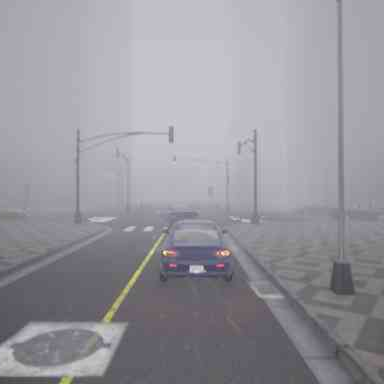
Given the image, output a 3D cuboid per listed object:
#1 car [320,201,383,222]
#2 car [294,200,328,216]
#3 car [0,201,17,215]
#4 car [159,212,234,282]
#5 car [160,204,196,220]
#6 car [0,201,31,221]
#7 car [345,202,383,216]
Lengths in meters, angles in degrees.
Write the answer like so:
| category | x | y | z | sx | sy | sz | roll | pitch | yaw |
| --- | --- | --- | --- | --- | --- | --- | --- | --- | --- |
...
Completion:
| category | x | y | z | sx | sy | sz | roll | pitch | yaw |
| --- | --- | --- | --- | --- | --- | --- | --- | --- | --- |
| car | 12.327 | 1.532 | 24.761 | 4.403 | 1.369 | 2.008 | 0 | -1 | 0 |
| car | 12.327 | 1.547 | 33.287 | 4.097 | 1.590 | 1.967 | 0 | -1 | 0 |
| car | -20.165 | 1.566 | 33.172 | 4.403 | 1.369 | 2.008 | 0 | -1 | 0 |
| car | 0.102 | 1.524 | 9.601 | 1.812 | 1.442 | 4.674 | 0 | 0 | 0 |
| car | -0.882 | 1.474 | 21.380 | 1.882 | 1.535 | 5.008 | 0 | 0 | -12 |
| car | -14.593 | 1.427 | 24.668 | 4.829 | 1.417 | 1.752 | 0 | -1 | 0 |
| car | 17.997 | 1.679 | 33.305 | 4.403 | 1.369 | 2.008 | 0 | -1 | 0 |
